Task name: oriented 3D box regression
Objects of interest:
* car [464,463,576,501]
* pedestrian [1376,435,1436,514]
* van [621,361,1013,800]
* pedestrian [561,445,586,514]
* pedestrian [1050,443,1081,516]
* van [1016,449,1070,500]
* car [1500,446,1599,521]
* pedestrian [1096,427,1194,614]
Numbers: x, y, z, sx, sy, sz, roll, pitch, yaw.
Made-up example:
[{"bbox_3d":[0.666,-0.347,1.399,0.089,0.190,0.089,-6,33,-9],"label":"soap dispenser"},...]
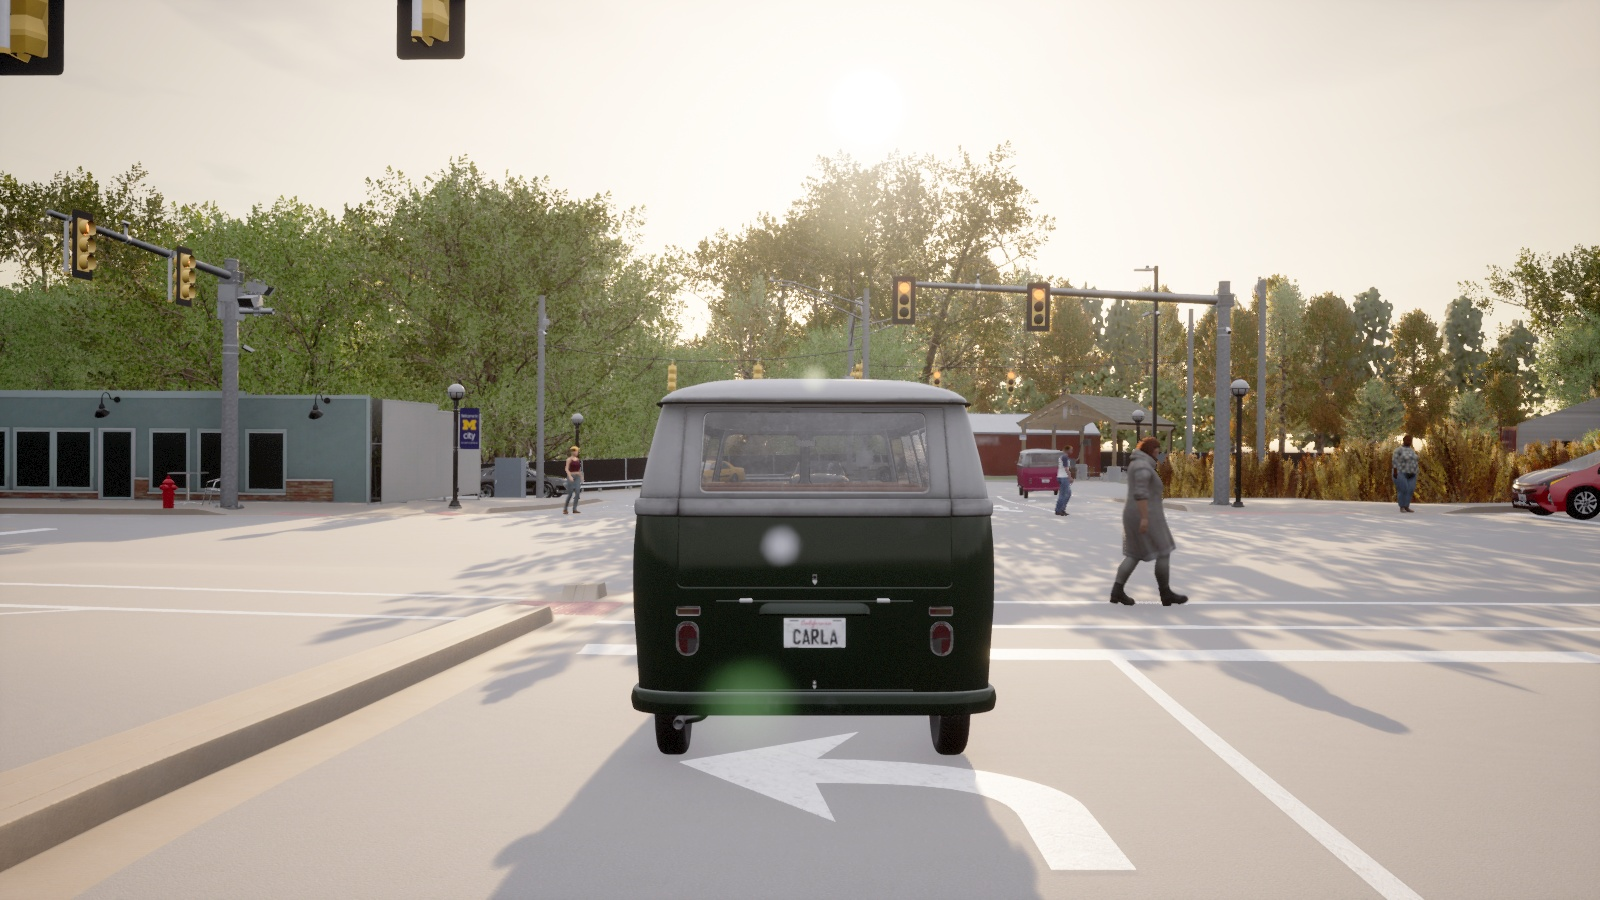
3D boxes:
[{"bbox_3d":[-13.512,1.533,60.746,4.856,1.649,2.033,-1,1,8],"label":"car"},{"bbox_3d":[14.452,0.582,29.967,0.874,1.855,0.900,1,0,-15],"label":"pedestrian"},{"bbox_3d":[0.063,0.631,7.930,1.775,1.987,4.442,0,-1,0],"label":"van"},{"bbox_3d":[-6.102,0.792,33.883,0.594,1.836,0.345,1,0,41],"label":"pedestrian"},{"bbox_3d":[6.754,0.752,31.982,0.706,1.836,0.354,1,0,5],"label":"pedestrian"},{"bbox_3d":[10.011,0.969,52.071,1.775,1.987,4.442,-1,0,6],"label":"van"},{"bbox_3d":[17.983,0.673,27.175,4.514,1.525,2.007,-1,0,4],"label":"car"},{"bbox_3d":[3.703,0.737,13.525,0.873,1.952,0.659,1,0,4],"label":"pedestrian"}]
